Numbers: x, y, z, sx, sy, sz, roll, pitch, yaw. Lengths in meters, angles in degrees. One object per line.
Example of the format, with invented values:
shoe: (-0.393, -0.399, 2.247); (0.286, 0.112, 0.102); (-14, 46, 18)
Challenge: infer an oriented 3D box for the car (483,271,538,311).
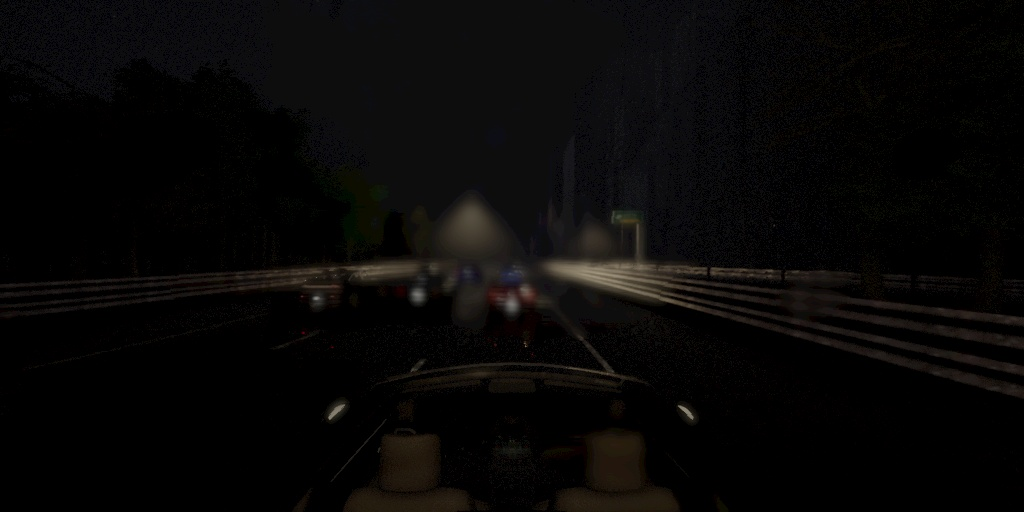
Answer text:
car: (0.015, 1.481, 15.111); (1.895, 1.301, 4.718); (0, -1, 0)

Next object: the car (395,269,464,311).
car: (-3.480, 1.447, 15.329); (1.994, 1.385, 4.181); (0, 0, 0)

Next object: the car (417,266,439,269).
car: (-6.980, 1.551, 30.369); (1.837, 1.490, 4.892); (0, 0, 0)

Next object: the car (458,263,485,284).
car: (-3.478, 1.394, 30.283); (2.097, 1.767, 4.553); (0, -1, 0)

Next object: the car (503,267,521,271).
car: (0.012, 1.580, 29.388); (2.033, 1.411, 5.357); (0, -1, 0)

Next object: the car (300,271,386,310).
car: (-6.981, 1.376, 15.370); (2.128, 1.511, 4.902); (0, 0, 0)
